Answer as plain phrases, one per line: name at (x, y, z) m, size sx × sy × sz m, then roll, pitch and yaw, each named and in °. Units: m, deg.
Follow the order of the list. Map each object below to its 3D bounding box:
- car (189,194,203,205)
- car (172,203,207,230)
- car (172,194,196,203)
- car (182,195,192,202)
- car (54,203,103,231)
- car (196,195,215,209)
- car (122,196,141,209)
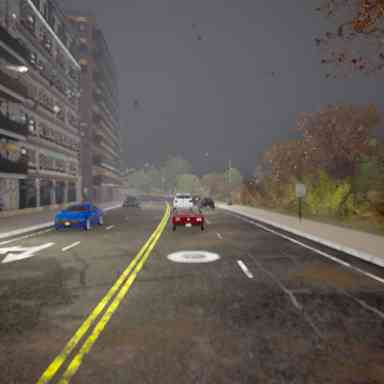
car at (0.628, 1.305, 59.932) m, size 2.097 × 1.767 × 4.553 m, roll 0°, pitch 0°, yaw -5°
car at (-0.276, 1.591, 21.184) m, size 1.895 × 1.301 × 4.718 m, roll 0°, pitch 0°, yaw -2°
car at (-1.121, 1.197, 39.687) m, size 2.150 × 2.045 × 5.566 m, roll 0°, pitch 0°, yaw -3°
car at (-1.228, 1.406, 77.540) m, size 1.882 × 1.535 × 5.008 m, roll 0°, pitch 0°, yaw -7°
car at (-6.974, 1.472, 20.912) m, size 1.882 × 1.535 × 5.008 m, roll 0°, pitch 0°, yaw -2°
car at (1.873, 1.475, 43.738) m, size 1.837 × 1.490 × 4.892 m, roll 0°, pitch 1°, yaw -4°
car at (-8.074, 1.328, 44.725) m, size 2.097 × 1.767 × 4.553 m, roll 0°, pitch 0°, yaw -3°
